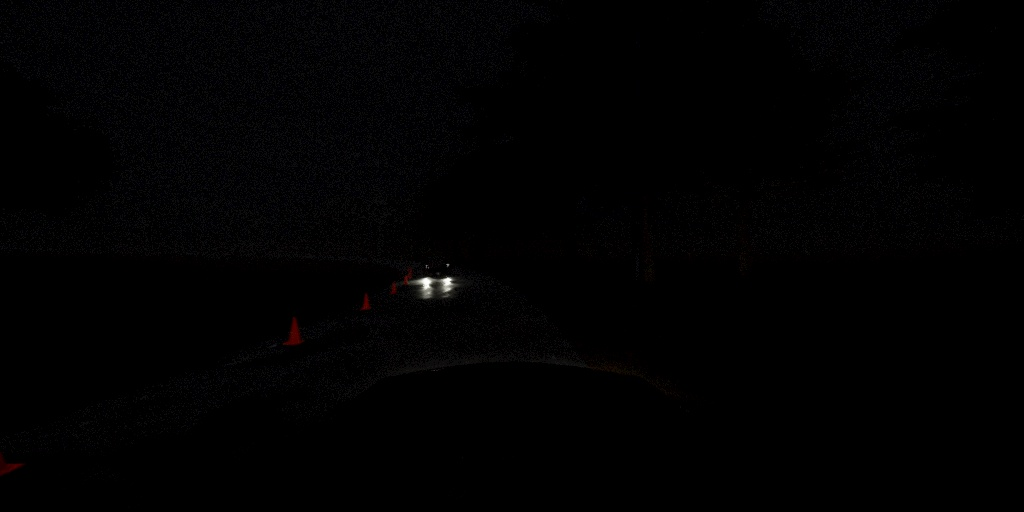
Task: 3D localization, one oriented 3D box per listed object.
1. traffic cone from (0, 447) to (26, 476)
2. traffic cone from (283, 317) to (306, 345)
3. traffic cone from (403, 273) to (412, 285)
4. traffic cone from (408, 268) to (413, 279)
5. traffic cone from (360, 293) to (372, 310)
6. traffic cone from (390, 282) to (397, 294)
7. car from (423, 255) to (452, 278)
[{"bbox_3d":[-4.817,1.715,3.267,0.340,0.580,0.340,0,0,0],"label":"traffic cone"},{"bbox_3d":[-4.925,1.674,8.135,0.340,0.580,0.340,0,0,-3],"label":"traffic cone"},{"bbox_3d":[-6.686,1.499,22.624,0.340,0.580,0.340,0,0,-11],"label":"traffic cone"},{"bbox_3d":[-7.746,1.425,27.375,0.340,0.580,0.340,0,0,-14],"label":"traffic cone"},{"bbox_3d":[-5.274,1.624,12.992,0.340,0.580,0.340,0,0,-5],"label":"traffic cone"},{"bbox_3d":[-5.861,1.566,17.826,0.340,0.580,0.340,0,0,-8],"label":"traffic cone"},{"bbox_3d":[-6.190,0.760,29.422,2.097,1.767,4.553,-1,1,-15],"label":"car"}]
